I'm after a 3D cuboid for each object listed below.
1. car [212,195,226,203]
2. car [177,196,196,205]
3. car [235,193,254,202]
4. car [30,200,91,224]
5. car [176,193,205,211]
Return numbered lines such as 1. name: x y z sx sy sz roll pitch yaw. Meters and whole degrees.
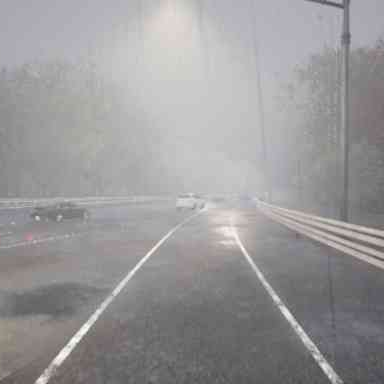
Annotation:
1. car: 5.568 1.425 67.676 1.882 1.535 5.008 1 0 19
2. car: -0.958 1.445 59.310 1.994 1.385 4.181 1 0 19
3. car: 12.125 1.236 76.115 2.150 2.045 5.566 1 0 19
4. car: -9.258 1.380 23.875 1.837 1.490 4.892 1 0 19
5. car: -0.157 1.192 39.844 2.150 2.045 5.566 1 0 19
